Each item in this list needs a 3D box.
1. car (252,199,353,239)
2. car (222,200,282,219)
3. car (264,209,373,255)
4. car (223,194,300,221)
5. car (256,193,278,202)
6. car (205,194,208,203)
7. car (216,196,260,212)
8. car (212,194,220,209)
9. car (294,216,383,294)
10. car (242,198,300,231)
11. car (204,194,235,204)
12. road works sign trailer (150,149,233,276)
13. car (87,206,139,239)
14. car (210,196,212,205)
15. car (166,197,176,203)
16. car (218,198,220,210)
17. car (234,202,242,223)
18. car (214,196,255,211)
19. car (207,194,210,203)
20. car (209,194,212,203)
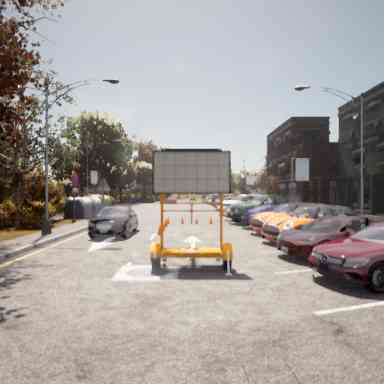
[{"bbox_3d":[5.334,1.359,14.653,4.553,1.767,2.185,1,0,-20],"label":"car"},{"bbox_3d":[5.304,1.532,29.644,4.792,1.488,2.163,1,0,-20],"label":"car"},{"bbox_3d":[5.271,1.512,11.633,4.792,1.488,2.163,1,0,-20],"label":"car"},{"bbox_3d":[5.308,1.241,23.629,5.566,2.045,2.435,1,0,-20],"label":"car"},{"bbox_3d":[18.333,1.427,81.718,2.435,2.045,5.566,0,0,-21],"label":"car"},{"bbox_3d":[5.190,1.587,59.625,5.366,1.575,1.946,1,0,-20],"label":"car"},{"bbox_3d":[5.322,1.397,38.660,4.553,1.767,2.185,1,0,-20],"label":"car"},{"bbox_3d":[5.317,1.256,32.646,5.566,2.045,2.435,1,0,-20],"label":"car"},{"bbox_3d":[5.299,1.523,8.641,4.674,1.452,2.002,1,0,-20],"label":"car"},{"bbox_3d":[5.339,1.361,17.654,4.553,1.767,2.185,1,0,-20],"label":"car"},{"bbox_3d":[5.375,1.362,65.719,5.566,2.045,2.435,1,0,-20],"label":"car"},{"bbox_3d":[-0.011,0.462,10.357,2.380,3.560,2.880,0,0,0],"label":"road works sign trailer"},{"bbox_3d":[-3.998,1.492,17.460,2.128,1.511,4.902,0,0,0],"label":"car"},{"bbox_3d":[5.365,1.581,44.669,4.674,1.452,2.002,1,0,-20],"label":"car"},{"bbox_3d":[-4.060,1.654,65.609,1.812,1.442,4.674,0,0,0],"label":"car"},{"bbox_3d":[5.151,1.491,26.586,5.366,1.575,1.946,1,0,-20],"label":"car"},{"bbox_3d":[5.308,1.529,20.651,4.674,1.452,2.002,1,0,-20],"label":"car"},{"bbox_3d":[5.328,1.406,41.661,4.553,1.767,2.185,1,0,-20],"label":"car"},{"bbox_3d":[5.362,1.561,50.681,5.008,1.535,2.097,1,0,-20],"label":"car"},{"bbox_3d":[5.401,1.426,47.678,4.553,1.767,2.185,1,0,-20],"label":"car"}]
